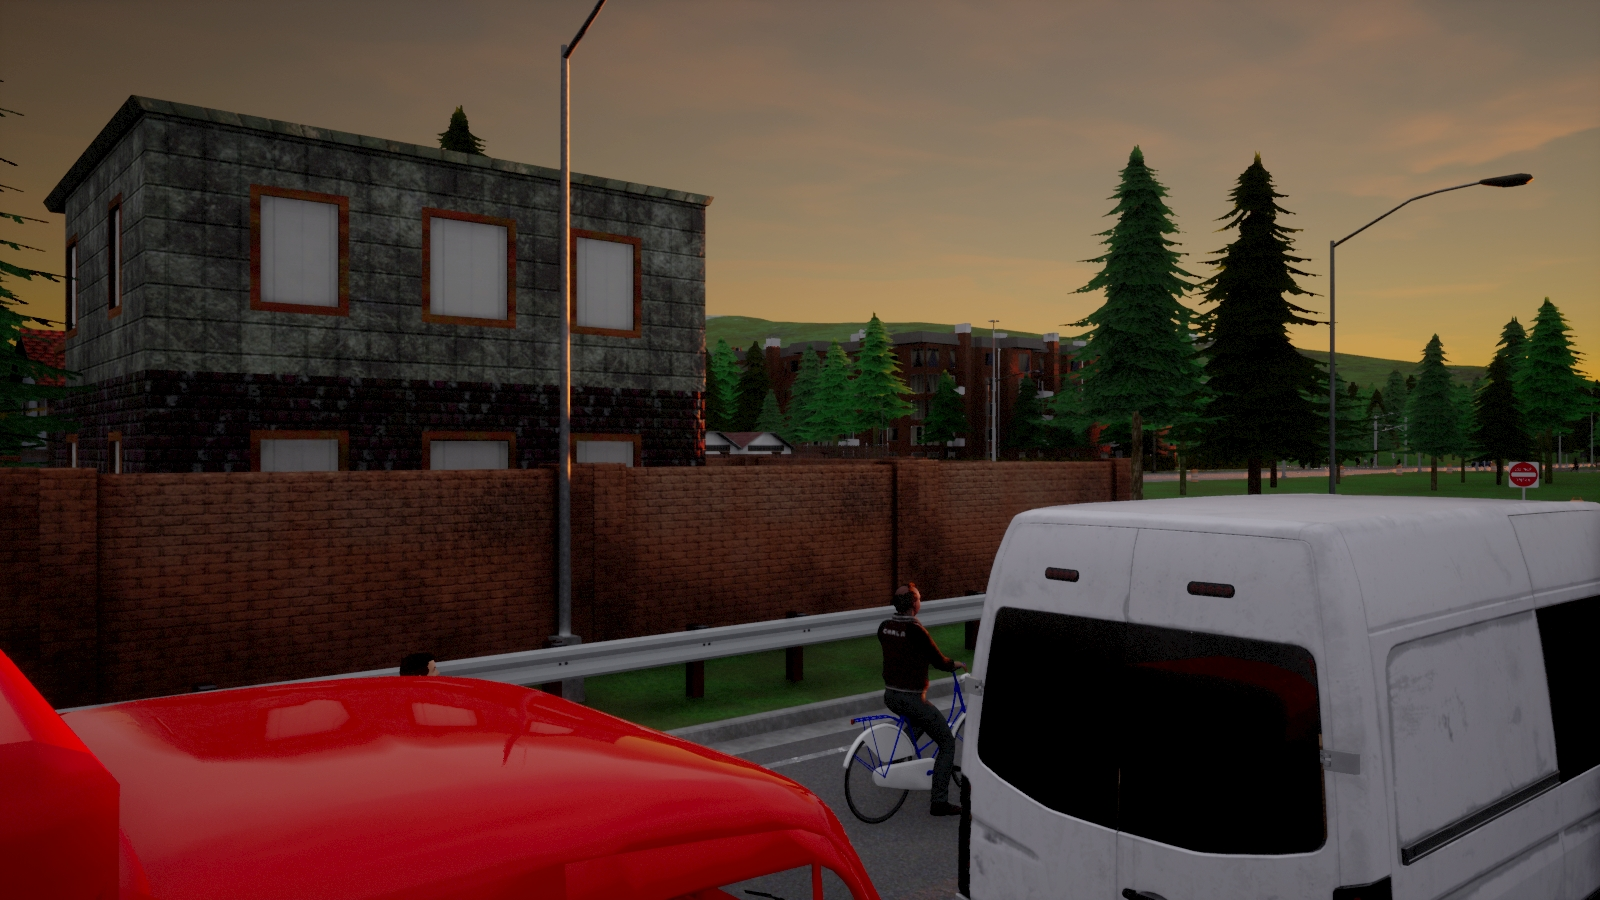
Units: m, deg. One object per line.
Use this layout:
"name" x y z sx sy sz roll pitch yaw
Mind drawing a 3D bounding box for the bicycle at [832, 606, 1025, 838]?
"bicycle" 1.045 2.060 8.955 1.835 1.471 0.329 0 0 -40

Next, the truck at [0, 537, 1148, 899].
"truck" -2.109 1.568 1.686 5.204 2.467 2.627 0 0 -40

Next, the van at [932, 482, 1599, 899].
"van" 3.509 1.534 6.458 5.915 2.561 1.988 0 0 -40
